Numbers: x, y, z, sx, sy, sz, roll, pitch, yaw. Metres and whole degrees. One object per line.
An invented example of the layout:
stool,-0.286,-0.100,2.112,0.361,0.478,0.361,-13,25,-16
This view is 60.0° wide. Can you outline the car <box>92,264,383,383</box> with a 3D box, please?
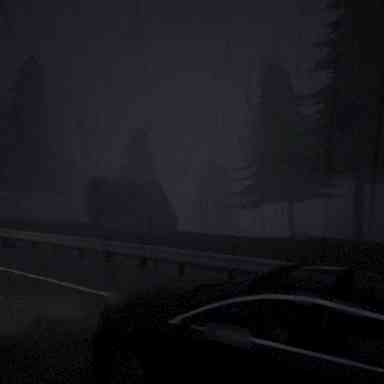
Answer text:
car,1.079,1.491,3.180,4.902,1.511,2.128,0,0,35
